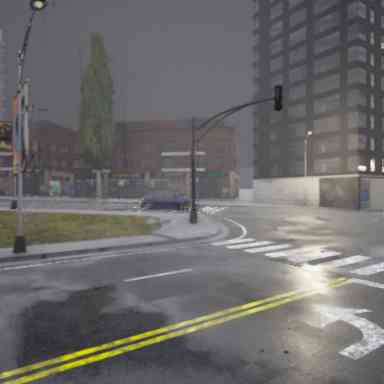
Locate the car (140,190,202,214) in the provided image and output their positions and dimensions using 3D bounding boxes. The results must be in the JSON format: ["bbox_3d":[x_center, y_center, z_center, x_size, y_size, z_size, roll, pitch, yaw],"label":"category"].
[{"bbox_3d":[-1.500,0.639,25.146,4.553,1.767,2.097,1,0,11],"label":"car"}]
